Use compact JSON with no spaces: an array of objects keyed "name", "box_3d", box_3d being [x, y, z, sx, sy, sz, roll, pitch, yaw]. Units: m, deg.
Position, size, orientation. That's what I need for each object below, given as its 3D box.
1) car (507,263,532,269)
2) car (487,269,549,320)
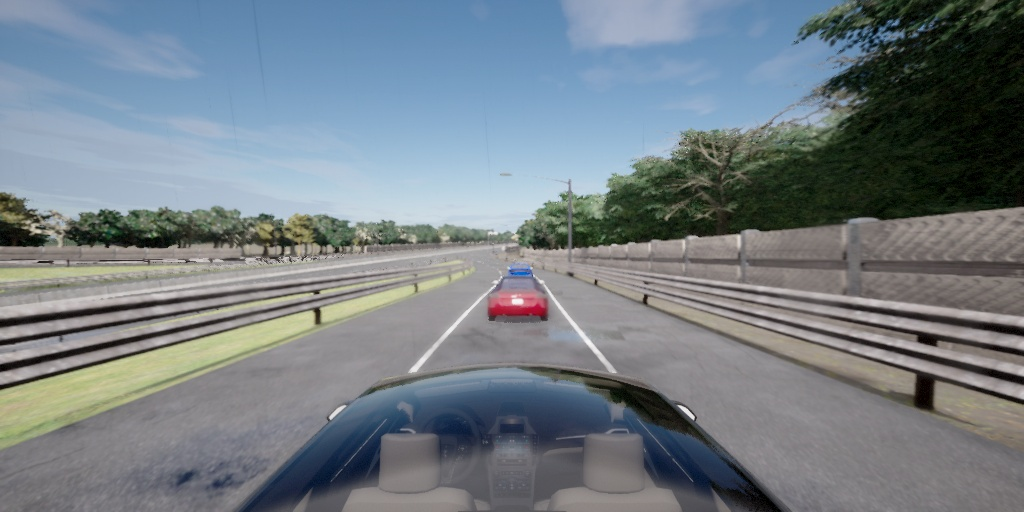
[{"name":"car","box_3d":[0.627,1.316,28.893,1.882,1.535,5.008,0,0,1]},{"name":"car","box_3d":[0.233,1.351,12.793,1.994,1.385,4.181,0,0,2]}]
